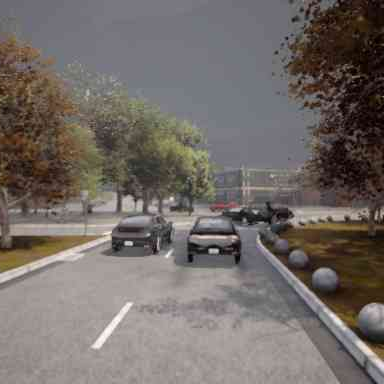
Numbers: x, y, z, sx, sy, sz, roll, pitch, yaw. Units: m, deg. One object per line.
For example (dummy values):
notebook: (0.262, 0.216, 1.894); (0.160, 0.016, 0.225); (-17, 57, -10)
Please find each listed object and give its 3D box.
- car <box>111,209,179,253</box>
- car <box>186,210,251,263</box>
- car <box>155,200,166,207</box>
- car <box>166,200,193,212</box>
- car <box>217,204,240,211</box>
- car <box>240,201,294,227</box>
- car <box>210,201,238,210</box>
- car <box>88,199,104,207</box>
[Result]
car: (-2.028, 1.707, 14.728); (1.837, 1.490, 4.892); (0, -1, 7)
car: (0.838, 1.673, 12.783); (2.128, 1.511, 4.902); (0, -1, 4)
car: (-7.255, 3.628, 93.304); (4.792, 1.488, 2.163); (1, -1, -12)
car: (-1.956, 2.760, 60.253); (4.553, 1.767, 2.097); (-1, -2, 40)
car: (4.614, 2.127, 30.648); (1.882, 1.535, 5.008); (-1, -2, 36)
car: (6.659, 1.817, 28.183); (2.150, 2.045, 5.566); (-1, -2, 39)
car: (5.643, 2.630, 58.335); (5.566, 2.045, 2.150); (-1, -2, 44)
car: (-27.305, 3.258, 91.075); (4.553, 1.767, 2.185); (1, -1, -12)
